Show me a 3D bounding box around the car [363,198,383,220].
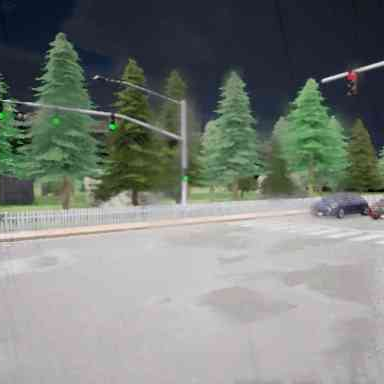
[{"bbox_3d":[13.146,0.825,20.919,4.553,1.767,2.097,-1,1,-35],"label":"car"}]

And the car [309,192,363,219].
[{"bbox_3d":[10.242,0.826,23.157,4.553,1.767,2.097,-1,1,-35],"label":"car"}]

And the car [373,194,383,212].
[{"bbox_3d":[17.320,0.878,28.044,4.181,1.385,1.994,-1,1,-35],"label":"car"}]
